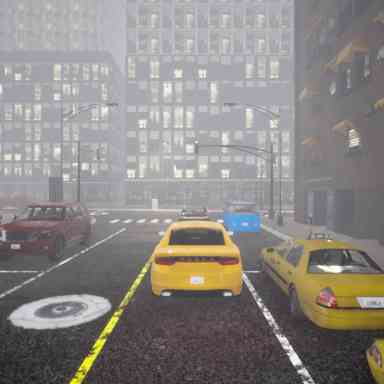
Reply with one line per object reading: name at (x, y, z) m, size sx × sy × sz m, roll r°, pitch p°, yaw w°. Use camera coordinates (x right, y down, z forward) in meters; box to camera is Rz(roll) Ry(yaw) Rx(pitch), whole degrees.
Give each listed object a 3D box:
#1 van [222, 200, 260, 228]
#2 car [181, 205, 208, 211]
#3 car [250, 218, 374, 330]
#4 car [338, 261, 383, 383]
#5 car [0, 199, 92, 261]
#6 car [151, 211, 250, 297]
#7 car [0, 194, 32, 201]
van at (2.597, 1.346, 18.122) m, size 1.690 × 1.788 × 3.998 m, roll 0°, pitch 0°, yaw 0°
car at (0.133, 1.497, 19.095) m, size 2.128 × 1.511 × 4.902 m, roll 0°, pitch 0°, yaw 0°
car at (2.579, 1.527, 7.012) m, size 1.752 × 1.417 × 4.829 m, roll 0°, pitch 0°, yaw 0°
car at (2.570, 1.525, 1.372) m, size 1.752 × 1.417 × 4.829 m, roll 0°, pitch 0°, yaw 0°
car at (-5.292, 1.318, 12.495) m, size 2.192 × 1.841 × 5.009 m, roll 0°, pitch 0°, yaw 0°
car at (0.112, 1.479, 8.623) m, size 1.882 × 1.535 × 5.008 m, roll 0°, pitch 0°, yaw 0°
car at (-20.815, 1.112, 38.136) m, size 5.009 × 1.841 × 2.192 m, roll 1°, pitch -1°, yaw 0°
